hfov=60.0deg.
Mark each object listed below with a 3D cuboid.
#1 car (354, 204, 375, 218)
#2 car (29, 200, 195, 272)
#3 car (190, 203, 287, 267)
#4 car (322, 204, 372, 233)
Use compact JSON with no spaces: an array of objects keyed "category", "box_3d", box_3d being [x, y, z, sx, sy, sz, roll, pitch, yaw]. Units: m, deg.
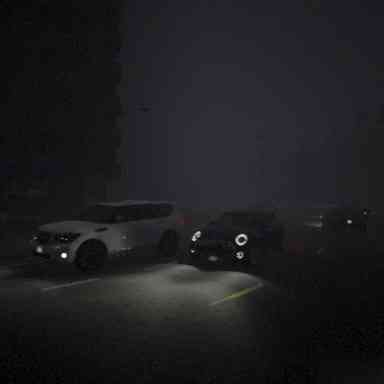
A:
[{"category":"car","box_3d":[13.773,1.755,29.236,2.033,1.411,5.357,0,0,-3]},{"category":"car","box_3d":[-2.583,1.310,11.626,2.150,2.045,5.566,0,0,40]},{"category":"car","box_3d":[1.816,1.440,11.980,2.097,1.767,4.553,0,-1,32]},{"category":"car","box_3d":[9.550,1.715,21.137,1.994,1.385,4.181,0,0,13]}]
